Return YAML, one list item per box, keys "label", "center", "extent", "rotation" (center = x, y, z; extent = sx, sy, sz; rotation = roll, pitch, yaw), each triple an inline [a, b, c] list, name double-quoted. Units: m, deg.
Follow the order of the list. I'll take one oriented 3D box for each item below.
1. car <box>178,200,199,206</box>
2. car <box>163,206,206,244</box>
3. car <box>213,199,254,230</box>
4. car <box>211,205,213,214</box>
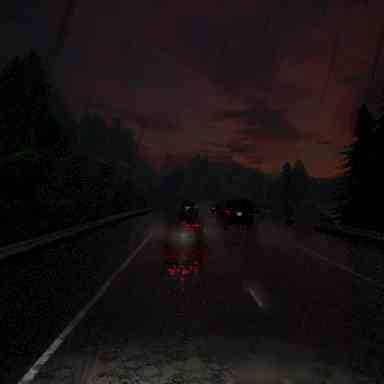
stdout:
- label: "car"
  center: [-0.383, 1.674, 35.342]
  extent: [2.097, 1.767, 4.553]
  rotation: [1, -1, 1]
- label: "car"
  center: [-0.375, 1.653, 16.573]
  extent: [1.837, 1.490, 4.892]
  rotation: [1, -1, -1]
- label: "car"
  center: [2.974, 1.495, 23.619]
  extent: [2.150, 2.045, 5.566]
  rotation: [1, 0, 0]
- label: "car"
  center: [3.275, 1.983, 40.904]
  extent: [2.033, 1.411, 5.357]
  rotation: [1, -1, 3]
